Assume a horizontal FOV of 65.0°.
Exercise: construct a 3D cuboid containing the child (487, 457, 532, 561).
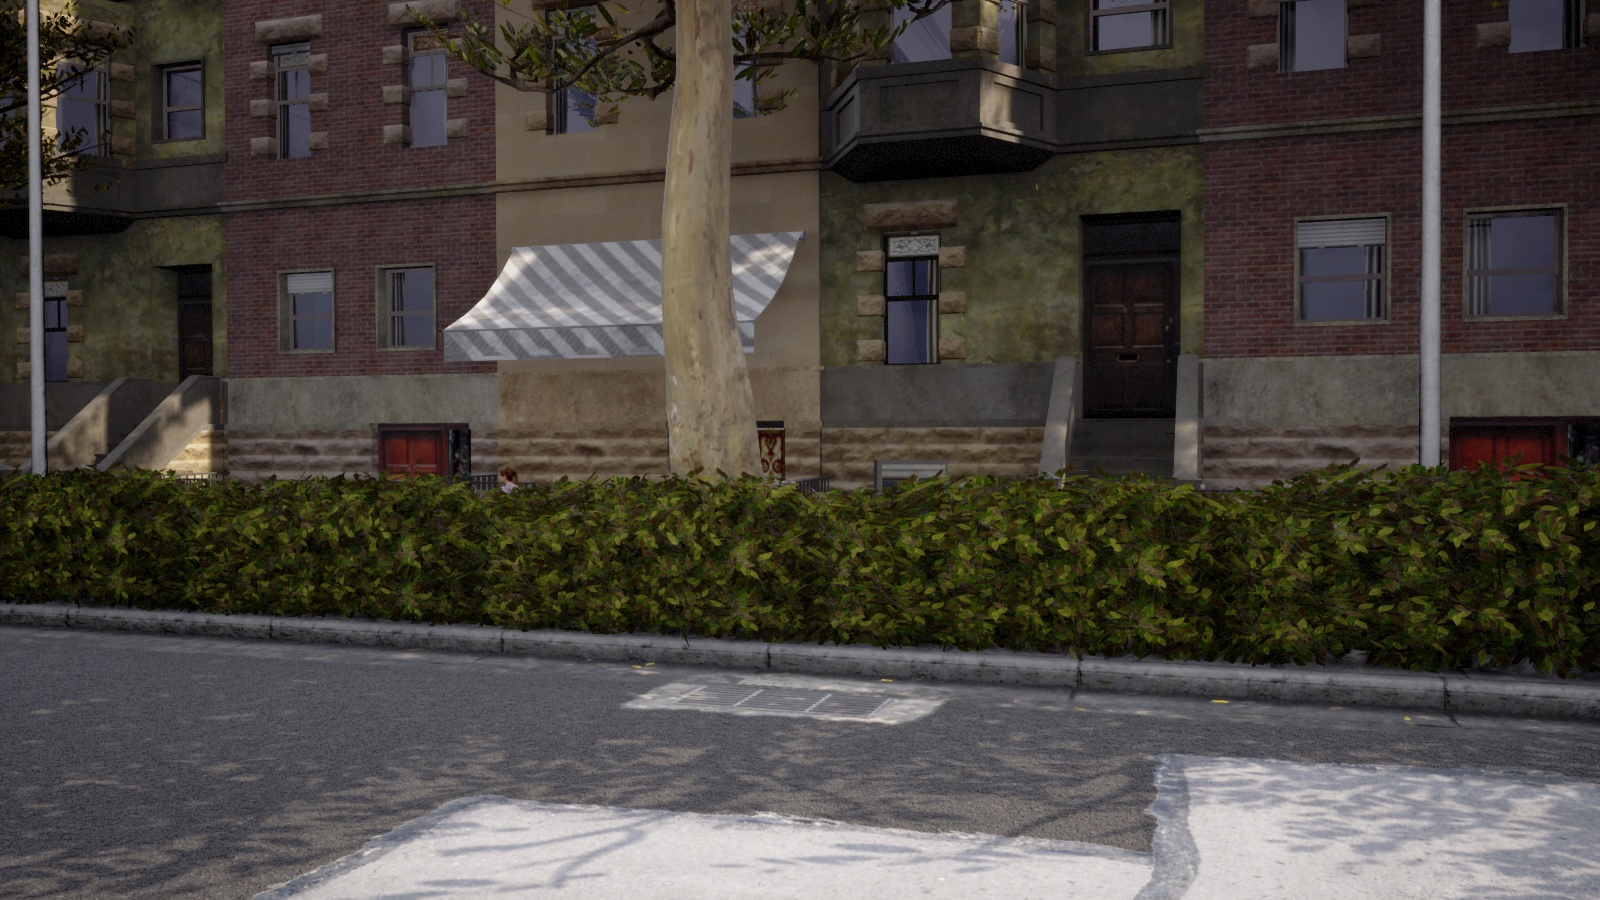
[{"bbox_3d":[-3.163,0.633,13.671,0.394,1.110,0.255,1,1,21],"label":"child"}]
